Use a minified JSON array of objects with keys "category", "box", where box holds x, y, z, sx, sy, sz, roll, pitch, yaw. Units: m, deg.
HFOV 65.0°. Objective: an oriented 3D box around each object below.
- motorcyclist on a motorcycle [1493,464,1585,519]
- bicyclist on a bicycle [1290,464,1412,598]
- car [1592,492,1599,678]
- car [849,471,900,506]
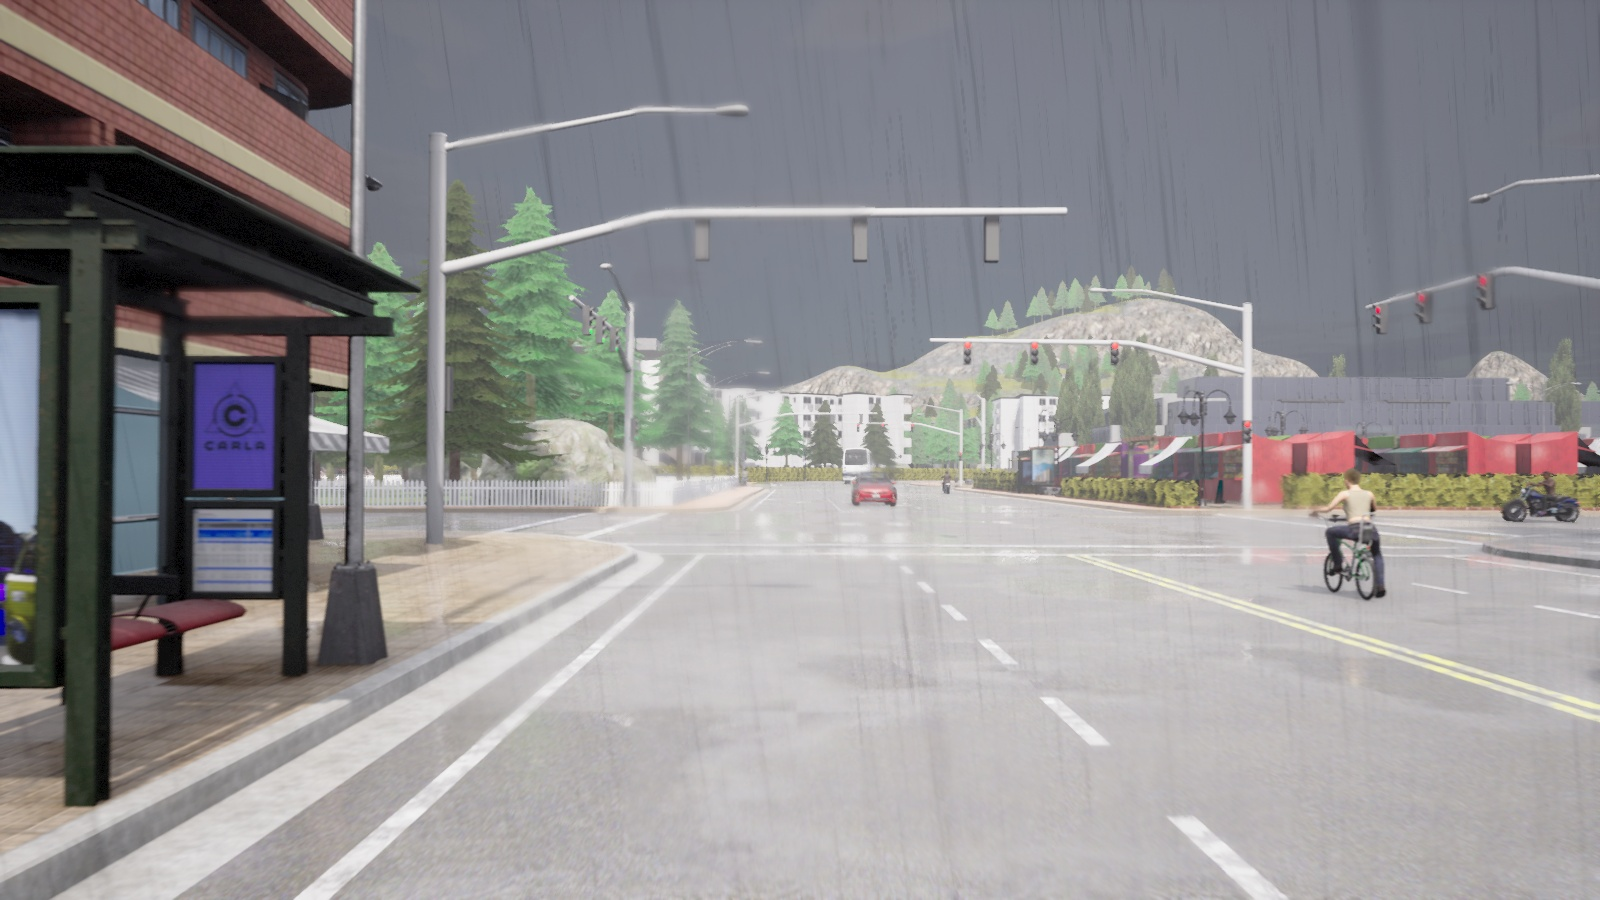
[{"category":"motorcyclist on a motorcycle","box":[22.769,1.267,38.723,2.350,1.649,0.766,0,-1,-1]},{"category":"bicyclist on a bicycle","box":[6.955,0.990,15.930,0.866,1.612,1.509,0,-1,0]},{"category":"car","box":[6.979,0.974,7.389,1.994,1.385,4.181,0,-1,0]},{"category":"car","box":[3.355,1.709,57.381,2.007,1.525,4.514,0,-1,0]}]
